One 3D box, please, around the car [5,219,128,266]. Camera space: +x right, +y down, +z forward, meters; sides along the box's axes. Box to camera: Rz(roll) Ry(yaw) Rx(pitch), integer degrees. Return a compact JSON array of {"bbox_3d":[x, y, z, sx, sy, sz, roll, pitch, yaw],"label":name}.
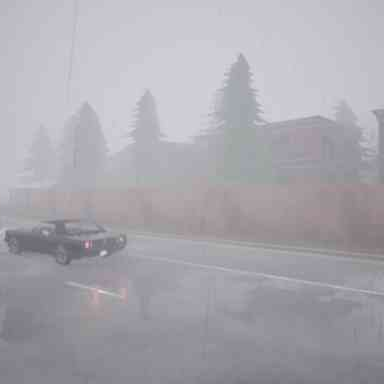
[{"bbox_3d":[-4.520,1.581,11.531,4.718,1.301,1.895,0,0,36],"label":"car"}]
